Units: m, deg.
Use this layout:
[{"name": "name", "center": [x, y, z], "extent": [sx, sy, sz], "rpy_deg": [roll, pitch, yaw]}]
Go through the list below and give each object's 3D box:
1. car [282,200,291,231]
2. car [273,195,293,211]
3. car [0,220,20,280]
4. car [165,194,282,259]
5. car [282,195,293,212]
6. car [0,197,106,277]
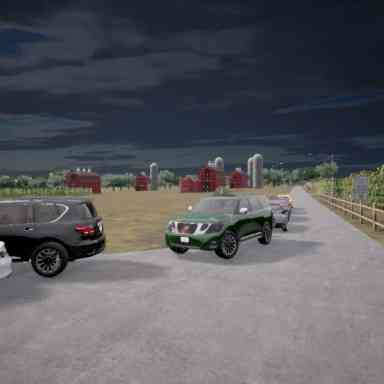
[{"name": "car", "center": [4.440, 1.372, 18.969], "extent": [1.994, 1.385, 4.181], "rpy_deg": [0, 0, 17]}, {"name": "car", "center": [10.049, 1.095, 36.444], "extent": [1.882, 1.535, 5.008], "rpy_deg": [0, 1, 18]}, {"name": "car", "center": [-6.292, 1.612, 6.695], "extent": [4.674, 1.442, 1.812], "rpy_deg": [-2, 2, -36]}, {"name": "car", "center": [1.316, 1.103, 12.648], "extent": [2.150, 2.045, 5.566], "rpy_deg": [0, 0, 34]}, {"name": "car", "center": [6.298, 1.225, 24.700], "extent": [1.882, 1.535, 5.008], "rpy_deg": [0, 0, 18]}, {"name": "car", "center": [-5.351, 1.223, 9.582], "extent": [5.566, 2.045, 2.150], "rpy_deg": [-1, 1, -4]}]
